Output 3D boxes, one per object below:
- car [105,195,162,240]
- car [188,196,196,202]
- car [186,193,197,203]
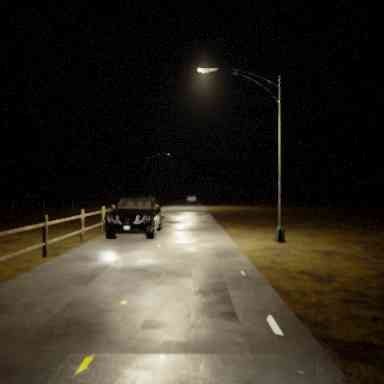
[{"bbox_3d":[-2.812,1.200,17.188,2.150,2.045,5.566,0,0,0],"label":"car"},{"bbox_3d":[-0.032,1.664,80.683,1.994,1.385,4.181,0,0,0],"label":"car"},{"bbox_3d":[-0.028,1.323,70.287,2.150,2.045,5.566,0,0,0],"label":"car"}]
